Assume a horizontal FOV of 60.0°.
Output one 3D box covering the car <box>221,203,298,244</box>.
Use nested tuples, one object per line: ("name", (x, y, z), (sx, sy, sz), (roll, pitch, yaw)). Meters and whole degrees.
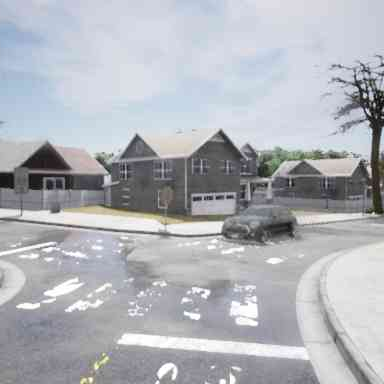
("car", (3.490, 1.443, 16.670), (2.097, 1.767, 4.553), (2, 1, 43))
